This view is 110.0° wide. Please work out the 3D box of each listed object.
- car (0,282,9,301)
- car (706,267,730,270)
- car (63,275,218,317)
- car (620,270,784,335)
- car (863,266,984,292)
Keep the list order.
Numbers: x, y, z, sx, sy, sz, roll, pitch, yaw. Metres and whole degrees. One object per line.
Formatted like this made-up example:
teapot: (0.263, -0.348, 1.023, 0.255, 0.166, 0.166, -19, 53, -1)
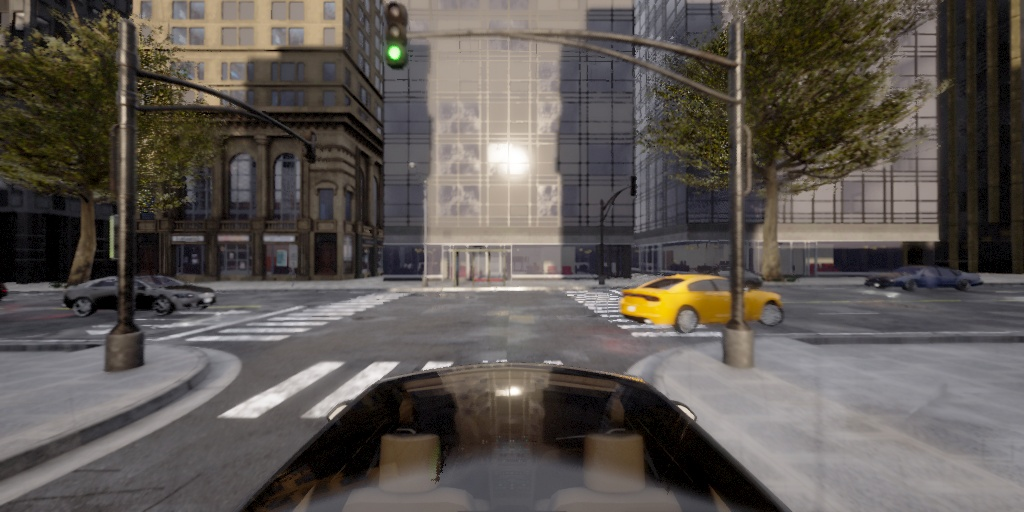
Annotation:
car: (-27.661, 1.644, 17.473, 4.674, 1.442, 1.812, 0, 0, 0)
car: (11.983, 1.376, 20.894, 4.674, 1.442, 1.812, 0, 0, 1)
car: (-14.383, 1.494, 14.067, 4.902, 1.511, 2.128, 0, 0, 0)
car: (5.684, 1.300, 10.736, 5.008, 1.535, 1.882, 0, -2, -18)
car: (23.954, 1.296, 20.944, 5.357, 1.411, 2.033, 0, 0, 0)
